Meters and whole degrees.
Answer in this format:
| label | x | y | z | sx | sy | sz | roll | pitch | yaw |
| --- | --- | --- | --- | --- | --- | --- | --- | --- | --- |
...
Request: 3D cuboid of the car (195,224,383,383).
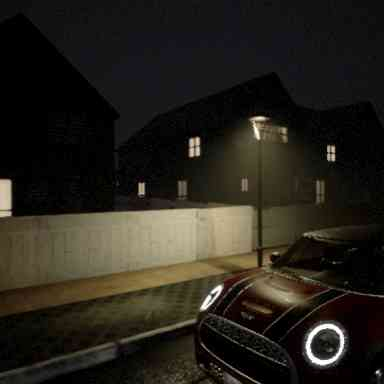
| label | x | y | z | sx | sy | sz | roll | pitch | yaw |
| --- | --- | --- | --- | --- | --- | --- | --- | --- | --- |
| car | 2.243 | 1.326 | 4.665 | 4.553 | 1.767 | 2.097 | 0 | 0 | -35 |
